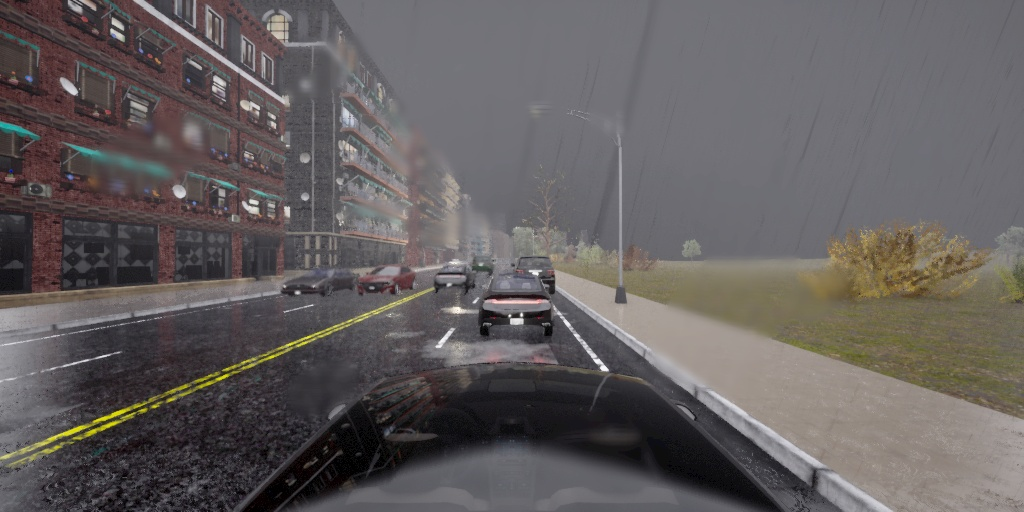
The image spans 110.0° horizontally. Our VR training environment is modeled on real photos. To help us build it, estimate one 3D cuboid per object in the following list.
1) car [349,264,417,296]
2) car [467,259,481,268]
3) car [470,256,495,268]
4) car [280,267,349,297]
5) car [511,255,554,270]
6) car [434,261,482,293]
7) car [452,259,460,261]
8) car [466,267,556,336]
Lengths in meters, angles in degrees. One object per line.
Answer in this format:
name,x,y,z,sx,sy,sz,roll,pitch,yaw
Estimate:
car,-6.587,1.230,19.372,1.882,1.535,5.008,0,0,0
car,-6.526,1.227,62.475,1.882,1.535,5.008,0,0,0
car,-3.127,0.975,38.852,2.150,2.045,5.566,0,0,0
car,-9.837,1.299,19.115,2.033,1.411,5.357,0,0,0
car,1.151,0.977,20.268,2.150,2.045,5.566,0,0,0
car,-3.137,1.242,20.439,2.128,1.511,4.902,0,0,0
car,-9.779,1.275,61.654,1.812,1.442,4.674,0,0,0
car,0.107,1.243,10.399,2.128,1.511,4.902,0,0,0
